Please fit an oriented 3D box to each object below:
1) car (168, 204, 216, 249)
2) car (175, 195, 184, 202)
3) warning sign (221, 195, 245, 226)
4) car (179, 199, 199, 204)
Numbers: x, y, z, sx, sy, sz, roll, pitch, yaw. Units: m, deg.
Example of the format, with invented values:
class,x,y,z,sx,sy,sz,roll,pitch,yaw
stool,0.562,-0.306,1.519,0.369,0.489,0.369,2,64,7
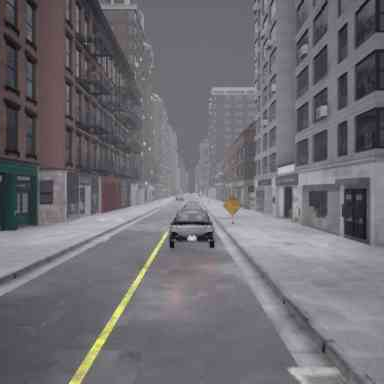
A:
class,x,y,z,sx,sy,sz,roll,pitch,yaw
car,0.000,1.495,14.651,2.128,1.511,4.902,0,0,0
car,-2.750,1.448,75.956,1.882,1.535,5.008,0,0,0
warning sign,2.523,1.115,20.574,1.300,1.860,1.060,0,0,0
car,0.000,1.575,29.651,1.994,1.385,4.181,0,0,0
